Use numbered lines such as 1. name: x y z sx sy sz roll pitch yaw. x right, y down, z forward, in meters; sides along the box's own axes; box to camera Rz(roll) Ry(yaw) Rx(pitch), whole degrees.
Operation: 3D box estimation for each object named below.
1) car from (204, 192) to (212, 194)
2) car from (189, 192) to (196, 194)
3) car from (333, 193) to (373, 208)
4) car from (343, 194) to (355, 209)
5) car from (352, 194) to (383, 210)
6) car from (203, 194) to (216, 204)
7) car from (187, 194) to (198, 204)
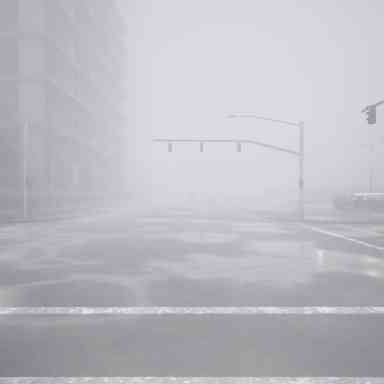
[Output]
1. car: 3.619 1.087 73.898 2.150 2.045 5.566 0 0 0
2. car: 0.119 1.087 73.919 2.150 2.045 5.566 0 0 0
3. car: 25.273 1.209 52.251 4.605 1.855 1.932 0 0 1
4. car: 25.288 1.419 49.568 3.905 1.438 1.784 0 0 1
5. car: 25.250 1.451 46.673 3.806 1.475 1.970 0 0 1
6. car: 3.559 1.526 63.863 1.812 1.442 4.674 0 0 0
7. car: 0.057 1.547 63.467 2.033 1.411 5.357 0 0 0
